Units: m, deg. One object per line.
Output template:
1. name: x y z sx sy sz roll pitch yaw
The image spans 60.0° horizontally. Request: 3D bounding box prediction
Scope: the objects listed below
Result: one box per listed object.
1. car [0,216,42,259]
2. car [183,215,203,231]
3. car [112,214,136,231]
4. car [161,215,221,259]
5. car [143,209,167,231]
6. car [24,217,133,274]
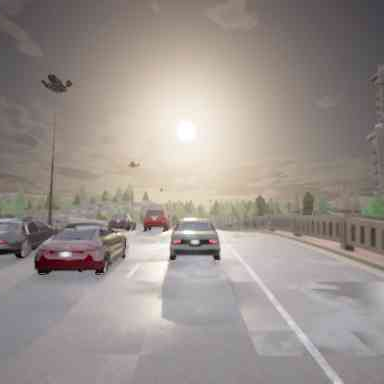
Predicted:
1. car: -6.902 1.757 13.335 2.033 1.411 5.357 0 -2 0
2. car: 0.095 3.195 33.559 1.837 1.490 4.892 0 -6 0
3. car: -6.905 3.011 33.259 2.097 1.767 4.553 0 -6 0
4. car: 0.098 1.756 13.291 2.033 1.411 5.357 0 -2 0
5. car: -3.405 2.819 32.720 2.150 2.045 5.566 0 -6 0
6. car: -3.402 1.701 10.948 1.994 1.385 4.181 0 -1 0
